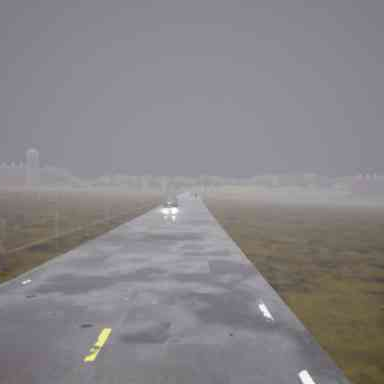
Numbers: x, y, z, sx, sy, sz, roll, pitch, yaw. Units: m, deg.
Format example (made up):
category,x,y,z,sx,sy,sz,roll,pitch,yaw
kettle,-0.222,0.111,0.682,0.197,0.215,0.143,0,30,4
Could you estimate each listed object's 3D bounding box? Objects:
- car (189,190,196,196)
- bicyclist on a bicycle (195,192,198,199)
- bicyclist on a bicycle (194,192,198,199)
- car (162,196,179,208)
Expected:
category,x,y,z,sx,sy,sz,roll,pitch,yaw
car,0.270,0.572,93.946,1.994,1.385,4.181,0,1,0
bicyclist on a bicycle,0.867,0.831,67.903,0.659,1.776,1.843,0,0,0
bicyclist on a bicycle,0.914,0.740,77.349,0.866,1.612,1.509,0,0,0
car,-2.803,1.263,44.205,2.128,1.511,4.902,0,0,0
